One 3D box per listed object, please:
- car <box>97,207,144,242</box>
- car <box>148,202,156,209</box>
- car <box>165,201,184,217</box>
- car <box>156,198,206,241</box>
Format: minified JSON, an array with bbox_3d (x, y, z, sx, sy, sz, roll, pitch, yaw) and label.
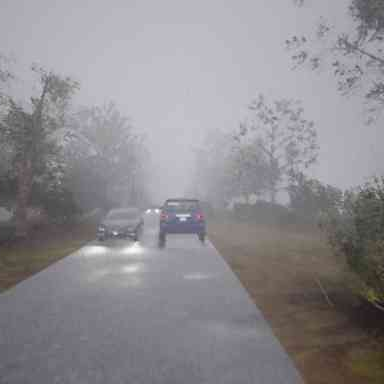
[{"bbox_3d":[-3.484,1.579,16.920,1.837,1.490,4.892,0,0,-4],"label":"car"},{"bbox_3d":[-6.495,2.324,56.989,1.895,1.301,4.718,0,-1,-4],"label":"car"},{"bbox_3d":[-1.936,1.760,35.857,1.882,1.535,5.008,0,-1,-4],"label":"car"},{"bbox_3d":[-0.545,1.302,17.336,2.150,2.045,5.566,0,0,-3],"label":"car"}]
